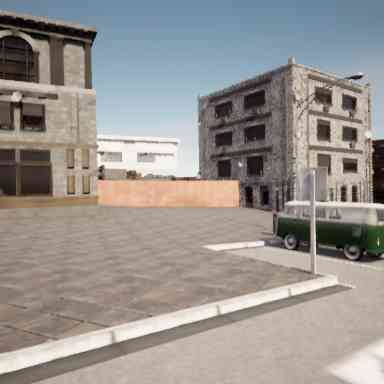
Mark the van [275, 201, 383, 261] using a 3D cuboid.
[{"bbox_3d":[5.259,1.381,12.898,1.878,1.987,4.442,2,-1,-35],"label":"van"}]
